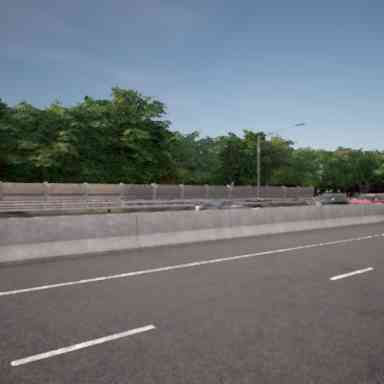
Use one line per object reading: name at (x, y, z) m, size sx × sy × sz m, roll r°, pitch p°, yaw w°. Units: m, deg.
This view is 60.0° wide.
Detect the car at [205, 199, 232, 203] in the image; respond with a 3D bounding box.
car at (2.775, 1.558, 31.745) m, size 4.181 × 1.385 × 1.994 m, roll 0°, pitch 0°, yaw -35°

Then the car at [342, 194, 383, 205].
car at (18.185, 1.212, 34.124) m, size 5.566 × 2.045 × 2.150 m, roll 0°, pitch 0°, yaw -35°

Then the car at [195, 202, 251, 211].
car at (2.769, 1.597, 23.150) m, size 4.718 × 1.301 × 1.895 m, roll 0°, pitch 0°, yaw -35°

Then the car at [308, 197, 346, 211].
car at (16.998, 1.482, 41.864) m, size 4.902 × 1.511 × 2.128 m, roll 0°, pitch 0°, yaw -35°

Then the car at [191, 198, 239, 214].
car at (2.555, 1.485, 35.882) m, size 4.902 × 1.511 × 2.128 m, roll 0°, pitch 0°, yaw -35°

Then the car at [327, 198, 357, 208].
car at (22.596, 1.594, 50.082) m, size 4.718 × 1.301 × 1.895 m, roll 0°, pitch 0°, yaw -35°

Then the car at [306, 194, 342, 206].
car at (14.683, 1.212, 35.914) m, size 5.566 × 2.045 × 2.150 m, roll 0°, pitch 0°, yaw -35°
